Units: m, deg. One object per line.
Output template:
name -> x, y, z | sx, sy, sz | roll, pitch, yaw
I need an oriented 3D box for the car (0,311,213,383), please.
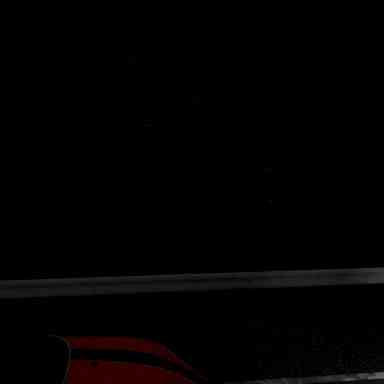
car -> -1.866, 1.352, 1.649 | 4.553, 1.767, 2.097 | 0, 0, -6
